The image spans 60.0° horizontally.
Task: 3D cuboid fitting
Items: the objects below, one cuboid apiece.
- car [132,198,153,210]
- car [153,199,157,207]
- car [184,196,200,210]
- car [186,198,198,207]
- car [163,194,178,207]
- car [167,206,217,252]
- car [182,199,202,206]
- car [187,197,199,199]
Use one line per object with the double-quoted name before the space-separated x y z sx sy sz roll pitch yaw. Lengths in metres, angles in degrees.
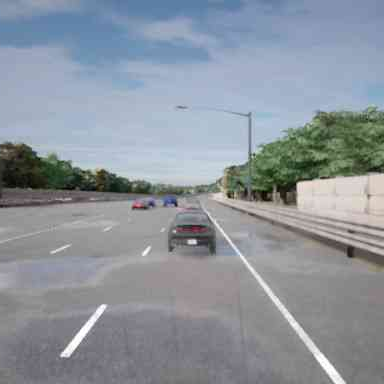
"car" -7.001 1.731 45.541 1.994 1.385 4.181 0 0 0
"car" -6.961 1.690 54.296 1.882 1.535 5.008 0 0 1
"car" -0.011 1.492 45.515 2.097 1.767 4.553 0 0 0
"car" 0.039 1.698 54.224 1.812 1.442 4.674 0 0 1
"car" -3.462 1.414 54.290 2.150 2.045 5.566 0 0 1
"car" 0.000 1.538 14.114 1.837 1.490 4.892 0 -1 0
"car" 0.010 1.601 29.318 1.812 1.442 4.674 0 0 1
"car" 0.001 1.621 40.765 1.837 1.490 4.892 0 0 0
